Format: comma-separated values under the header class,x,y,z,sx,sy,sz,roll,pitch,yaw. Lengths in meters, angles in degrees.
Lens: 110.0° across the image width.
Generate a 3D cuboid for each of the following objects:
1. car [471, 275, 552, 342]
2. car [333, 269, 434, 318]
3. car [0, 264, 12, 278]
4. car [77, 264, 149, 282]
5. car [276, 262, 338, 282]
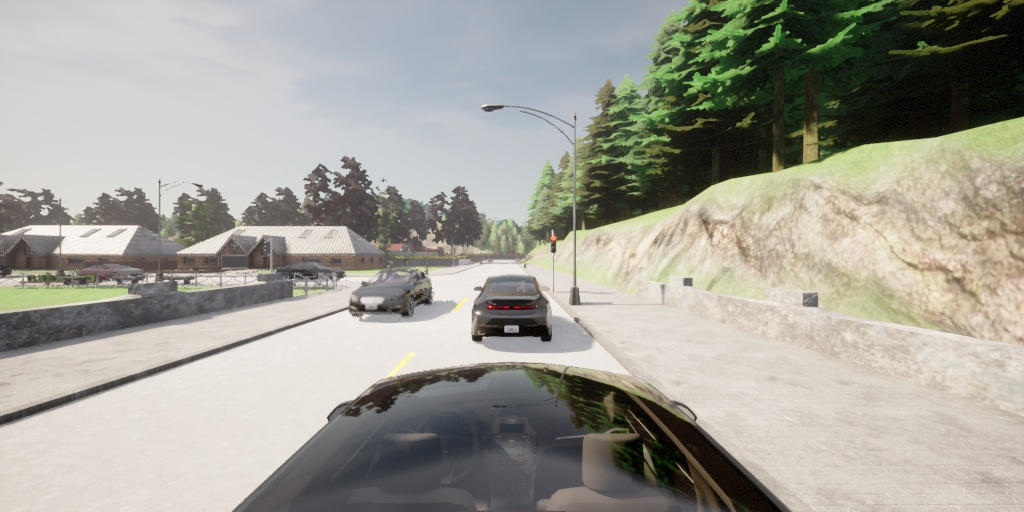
class,x,y,z,sx,sy,sz,roll,pitch,yaw
car,-0.009,1.255,9.792,1.837,1.490,4.892,0,0,0
car,-4.160,1.241,13.054,2.128,1.511,4.902,0,0,0
car,-48.130,1.227,32.051,5.008,1.535,1.882,0,0,0
car,-31.179,1.314,28.056,4.181,1.385,1.994,0,0,0
car,-15.706,1.227,28.175,5.008,1.535,1.882,0,0,0
